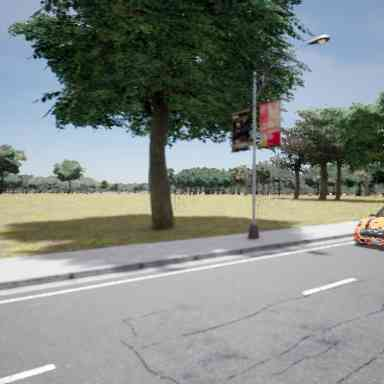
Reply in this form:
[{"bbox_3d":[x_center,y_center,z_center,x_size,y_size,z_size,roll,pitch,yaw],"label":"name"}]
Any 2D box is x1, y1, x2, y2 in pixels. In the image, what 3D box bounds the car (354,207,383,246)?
[{"bbox_3d":[8.814,1.309,13.966,4.553,1.767,2.097,0,0,-35],"label":"car"}]
